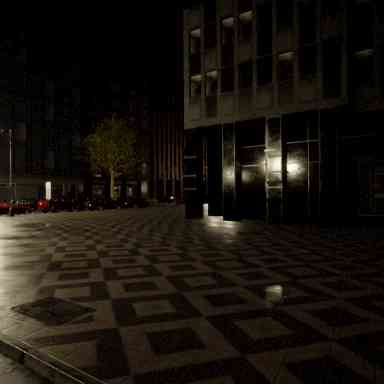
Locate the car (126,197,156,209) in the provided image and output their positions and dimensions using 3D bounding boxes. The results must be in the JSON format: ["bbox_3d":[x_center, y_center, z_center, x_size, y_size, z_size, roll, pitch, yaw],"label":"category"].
[{"bbox_3d":[-7.297,1.510,44.445,1.947,1.339,4.313,-1,0,35],"label":"car"}]

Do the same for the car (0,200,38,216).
[{"bbox_3d":[-16.935,1.577,30.543,1.802,1.307,4.206,-1,0,35],"label":"car"}]

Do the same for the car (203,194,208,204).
[{"bbox_3d":[2.339,1.224,58.349,2.192,1.841,5.009,-1,0,35],"label":"car"}]

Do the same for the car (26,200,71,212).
[{"bbox_3d":[-17.233,1.639,40.246,1.895,1.301,4.718,-1,0,35],"label":"car"}]

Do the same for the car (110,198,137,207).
[{"bbox_3d":[-11.087,1.614,53.941,1.802,1.307,4.206,-1,0,35],"label":"car"}]

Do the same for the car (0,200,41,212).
[{"bbox_3d":[-20.726,1.643,40.037,1.947,1.339,4.313,-1,0,35],"label":"car"}]

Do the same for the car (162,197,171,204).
[{"bbox_3d":[-4.661,1.576,63.211,1.947,1.339,4.313,-1,0,35],"label":"car"}]

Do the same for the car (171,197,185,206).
[{"bbox_3d":[-0.872,1.464,53.714,1.887,1.381,4.507,-1,0,35],"label":"car"}]

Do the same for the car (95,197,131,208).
[{"bbox_3d":[-11.480,1.502,48.519,2.128,1.511,4.902,-1,0,35],"label":"car"}]

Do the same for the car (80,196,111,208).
[{"bbox_3d":[-14.302,1.486,49.306,1.967,1.590,4.097,-1,0,35],"label":"car"}]

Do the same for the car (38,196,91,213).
[{"bbox_3d":[-13.724,1.291,35.179,2.192,1.841,5.009,-1,0,35],"label":"car"}]

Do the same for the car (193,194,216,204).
[{"bbox_3d":[2.423,1.285,62.996,2.097,1.767,4.553,-1,0,35],"label":"car"}]

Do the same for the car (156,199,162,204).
[{"bbox_3d":[-7.971,1.546,58.435,1.752,1.417,4.829,-1,0,35],"label":"car"}]

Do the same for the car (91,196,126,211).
[{"bbox_3d":[-10.510,1.526,39.812,1.947,1.339,4.313,-1,0,35],"label":"car"}]
